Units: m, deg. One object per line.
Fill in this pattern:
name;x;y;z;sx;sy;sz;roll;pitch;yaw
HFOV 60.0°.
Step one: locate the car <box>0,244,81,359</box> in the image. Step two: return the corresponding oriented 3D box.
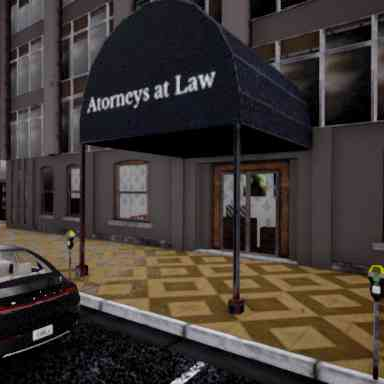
car;-3.666;1.549;5.498;4.403;1.369;2.008;0;0;36
